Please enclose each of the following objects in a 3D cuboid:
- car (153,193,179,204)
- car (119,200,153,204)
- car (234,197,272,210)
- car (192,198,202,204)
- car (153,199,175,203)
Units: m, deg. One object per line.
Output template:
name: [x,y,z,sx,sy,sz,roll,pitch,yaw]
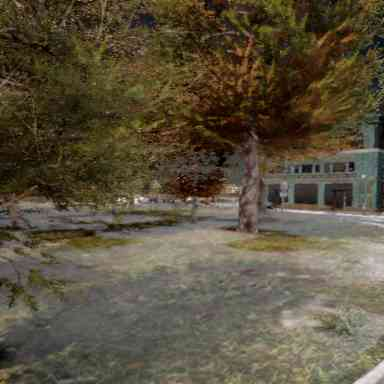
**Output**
car: [-5.694,1.480,73.374,5.566,2.045,2.435,2,-1,-1]
car: [-8.654,1.175,48.856,4.674,1.442,1.812,0,-2,8]
car: [7.766,1.395,40.896,1.994,1.385,4.181,4,-1,-39]
car: [1.259,2.155,92.979,5.566,2.045,2.435,2,0,0]
car: [-6.620,1.620,70.555,4.892,1.521,2.231,2,-1,-2]
